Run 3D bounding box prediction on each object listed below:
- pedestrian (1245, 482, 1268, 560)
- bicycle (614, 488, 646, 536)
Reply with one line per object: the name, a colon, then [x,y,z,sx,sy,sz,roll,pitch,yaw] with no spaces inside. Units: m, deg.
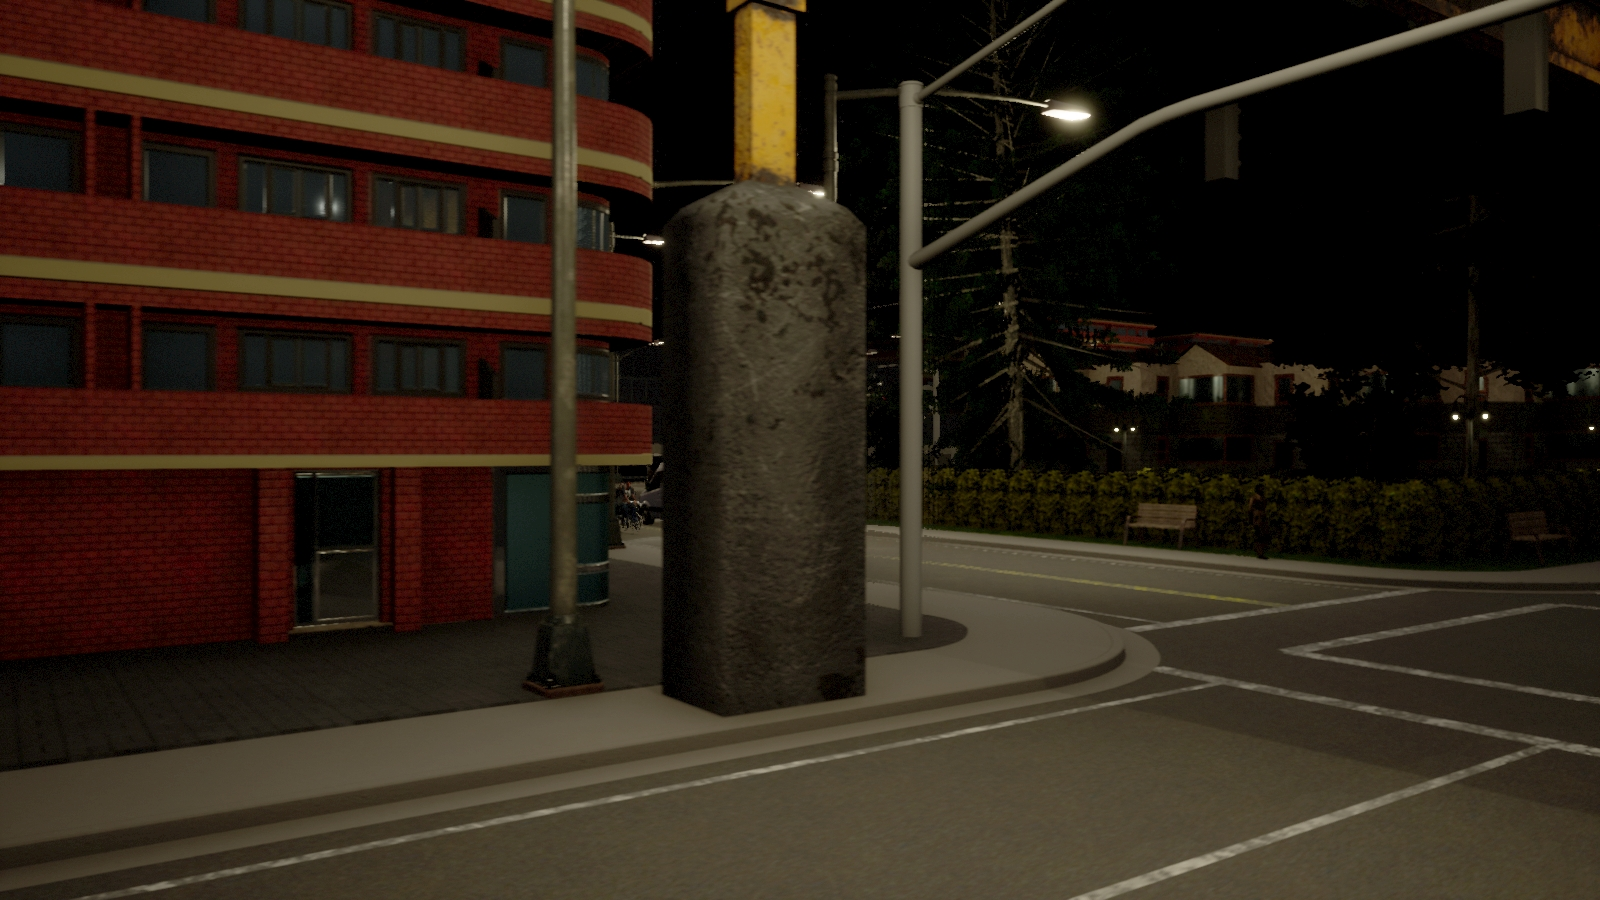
pedestrian: [11.079,1.713,27.716,0.375,1.860,0.375,0,0,-33]
bicycle: [-5.712,2.053,38.282,0.373,1.521,1.643,0,0,-35]
